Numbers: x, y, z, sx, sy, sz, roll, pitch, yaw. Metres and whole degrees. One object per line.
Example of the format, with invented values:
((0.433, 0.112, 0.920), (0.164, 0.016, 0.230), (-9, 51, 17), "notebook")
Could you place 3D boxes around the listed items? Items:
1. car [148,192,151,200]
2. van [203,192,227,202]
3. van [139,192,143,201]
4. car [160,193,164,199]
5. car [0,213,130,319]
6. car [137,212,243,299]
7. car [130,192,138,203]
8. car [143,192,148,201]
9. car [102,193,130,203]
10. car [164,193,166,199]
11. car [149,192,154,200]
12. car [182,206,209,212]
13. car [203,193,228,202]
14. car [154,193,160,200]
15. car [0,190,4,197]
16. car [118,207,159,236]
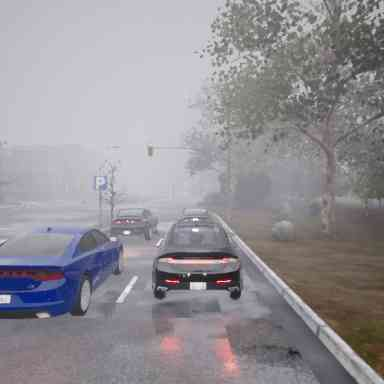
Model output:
((-12.606, 1.359, 76.733), (4.674, 1.452, 2.002), (-1, 0, -13), "car")
((4.311, 1.042, 64.369), (4.442, 1.987, 1.878), (1, 0, -14), "van")
((-13.210, 1.093, 70.767), (4.442, 1.987, 1.878), (-1, 0, -14), "van")
((-10.964, 1.065, 88.722), (5.566, 2.045, 2.435), (-1, 0, -12), "car")
((-2.888, 1.487, 7.560), (1.882, 1.535, 5.008), (0, 0, 0), "car")
((0.115, 1.503, 8.494), (2.128, 1.511, 4.902), (0, 0, 0), "car")
((-13.771, 1.315, 64.775), (5.366, 1.575, 1.946), (-1, 0, -15), "car")
((-12.980, 1.321, 73.738), (4.892, 1.521, 2.231), (-1, 0, -14), "car")
((-14.417, 1.358, 61.783), (4.792, 1.488, 2.163), (-1, 0, -15), "car")
((-10.540, 1.316, 91.700), (5.008, 1.535, 2.097), (-1, 0, -12), "car")
((-12.233, 1.359, 79.734), (4.674, 1.452, 2.002), (-1, 0, -13), "car")
((0.180, 1.530, 17.906), (1.837, 1.490, 4.892), (0, 0, 0), "car")
((4.696, 1.141, 67.339), (4.553, 1.767, 2.185), (1, 0, -14), "car")
((-11.415, 1.357, 85.716), (4.674, 1.452, 2.002), (-1, 0, -12), "car")
((-31.142, 0.137, 52.658), (2.002, 1.452, 4.674), (6, -3, -19), "car")
((-2.830, 1.530, 16.991), (1.837, 1.490, 4.892), (0, 0, 1), "car")
